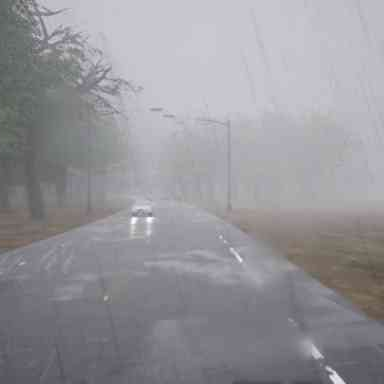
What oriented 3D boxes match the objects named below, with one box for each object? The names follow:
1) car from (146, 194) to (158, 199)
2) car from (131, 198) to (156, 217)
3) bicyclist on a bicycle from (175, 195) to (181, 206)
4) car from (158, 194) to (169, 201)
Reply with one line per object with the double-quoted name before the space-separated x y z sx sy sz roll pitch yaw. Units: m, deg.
"car" -9.232 1.281 74.349 2.097 1.767 4.553 0 0 -9
"car" -4.726 1.556 32.129 1.812 1.442 4.674 0 0 -4
"bicyclist on a bicycle" -1.976 1.468 53.227 0.582 1.620 1.656 0 0 -6
"car" -6.716 1.277 80.960 2.097 1.767 4.553 -1 0 -10
